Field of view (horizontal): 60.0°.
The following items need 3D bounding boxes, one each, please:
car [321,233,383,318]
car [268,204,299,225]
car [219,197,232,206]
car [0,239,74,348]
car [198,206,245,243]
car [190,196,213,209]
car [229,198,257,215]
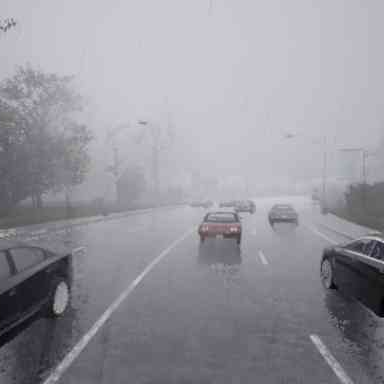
[{"bbox_3d":[3.947,1.504,6.199,2.128,1.511,4.902,0,0,3],"label":"car"},{"bbox_3d":[6.573,1.584,24.175,1.994,1.385,4.181,0,0,12],"label":"car"},{"bbox_3d":[4.971,1.476,45.127,1.882,1.535,5.008,0,0,19],"label":"car"},{"bbox_3d":[-3.357,1.464,4.562,1.882,1.535,5.008,0,0,3],"label":"car"},{"bbox_3d":[1.501,1.601,16.297,1.895,1.301,4.718,0,0,8],"label":"car"},{"bbox_3d":[1.355,1.331,45.303,2.097,1.767,4.553,0,0,18],"label":"car"},{"bbox_3d":[5.616,1.557,34.736,2.033,1.411,5.357,0,0,16],"label":"car"}]
